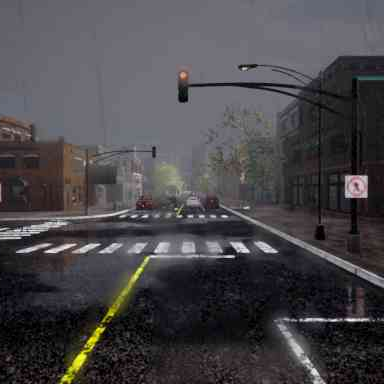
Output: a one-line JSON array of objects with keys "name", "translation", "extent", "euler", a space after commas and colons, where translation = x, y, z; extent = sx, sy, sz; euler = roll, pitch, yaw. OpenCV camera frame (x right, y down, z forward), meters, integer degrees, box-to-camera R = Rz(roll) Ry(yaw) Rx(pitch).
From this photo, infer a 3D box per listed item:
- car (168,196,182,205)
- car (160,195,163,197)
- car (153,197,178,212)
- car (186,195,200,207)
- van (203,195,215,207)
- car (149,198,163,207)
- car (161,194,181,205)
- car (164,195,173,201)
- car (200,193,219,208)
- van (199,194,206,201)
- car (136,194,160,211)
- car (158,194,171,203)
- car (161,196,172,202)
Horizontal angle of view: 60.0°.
[{"name": "car", "translation": [-2.986, 1.478, 58.791], "extent": [2.128, 1.511, 4.902], "euler": [0, 0, 0]}, {"name": "car", "translation": [-5.680, 1.534, 46.953], "extent": [1.887, 1.381, 4.507], "euler": [-1, 0, 0]}, {"name": "car", "translation": [-3.084, 1.556, 38.861], "extent": [1.994, 1.385, 4.181], "euler": [0, 0, 0]}, {"name": "car", "translation": [0.115, 1.514, 50.110], "extent": [1.812, 1.442, 4.674], "euler": [0, 0, 0]}, {"name": "van", "translation": [2.701, 1.329, 52.495], "extent": [1.690, 1.788, 3.998], "euler": [-1, 0, 0]}, {"name": "car", "translation": [-5.678, 1.570, 52.497], "extent": [1.802, 1.307, 4.206], "euler": [-1, 0, 0]}, {"name": "car", "translation": [-3.055, 1.467, 48.661], "extent": [1.882, 1.535, 5.008], "euler": [0, 0, 0]}, {"name": "car", "translation": [-5.670, 1.525, 80.217], "extent": [1.887, 1.381, 4.507], "euler": [-1, 0, 0]}, {"name": "car", "translation": [2.699, 1.305, 46.951], "extent": [2.192, 1.841, 5.009], "euler": [-1, 0, 0]}, {"name": "van", "translation": [2.710, 1.320, 85.759], "extent": [1.690, 1.788, 3.998], "euler": [-1, 0, 0]}, {"name": "car", "translation": [-5.683, 1.306, 41.409], "extent": [2.192, 1.841, 5.009], "euler": [-1, 0, 0]}, {"name": "car", "translation": [-5.675, 1.299, 69.129], "extent": [2.192, 1.841, 5.009], "euler": [-1, 0, 0]}, {"name": "car", "translation": [-5.672, 1.548, 74.673], "extent": [1.947, 1.339, 4.313], "euler": [-1, 0, 0]}]
